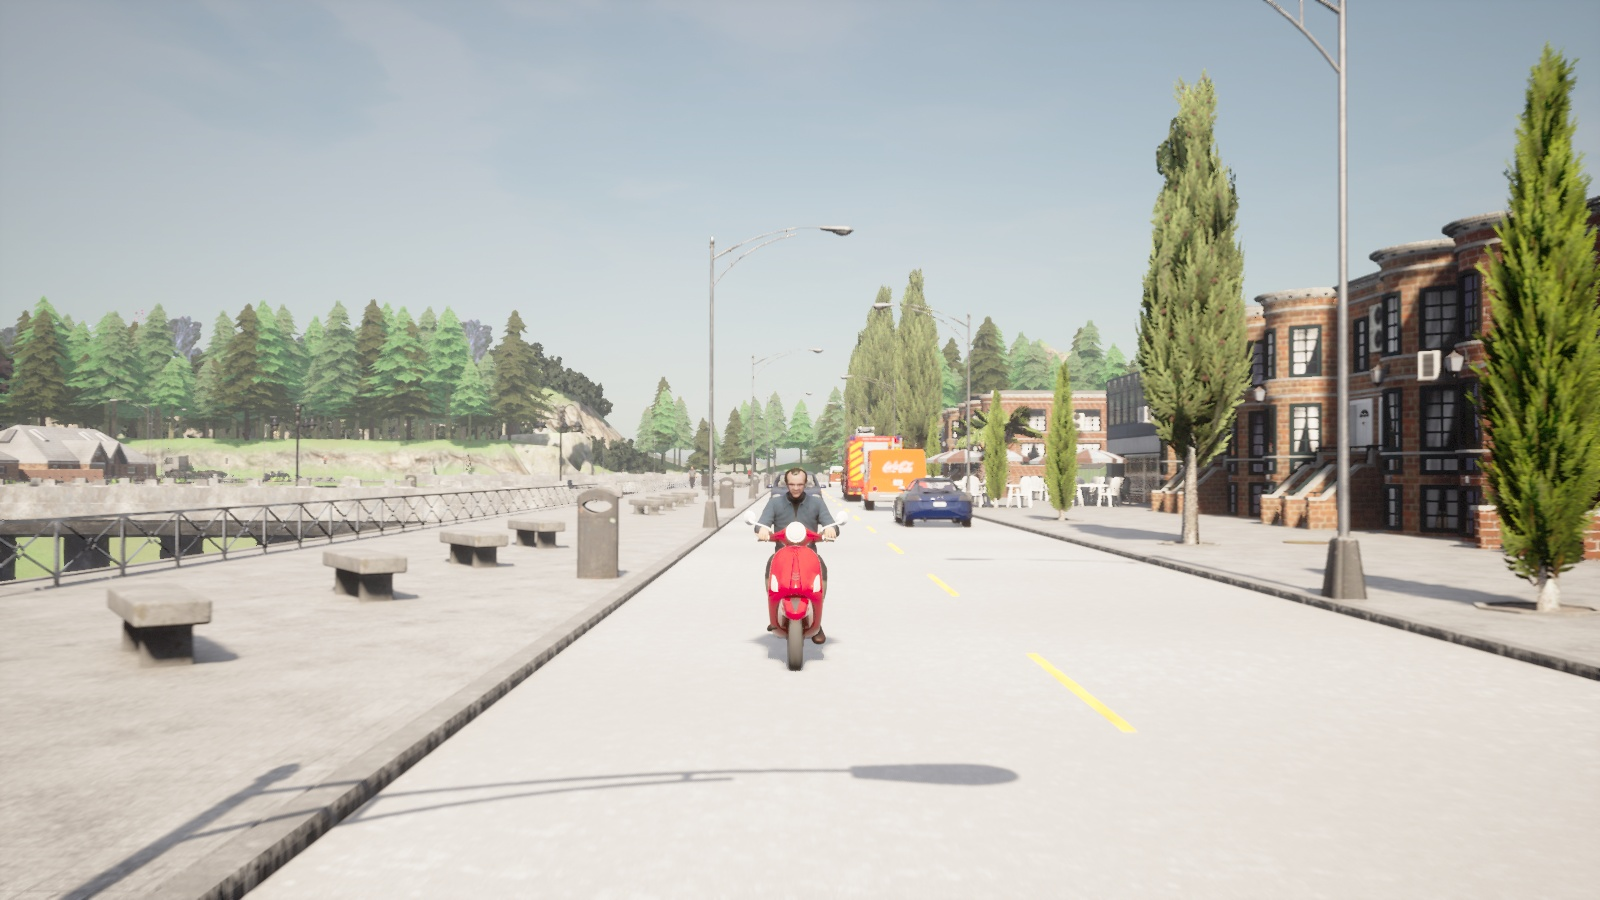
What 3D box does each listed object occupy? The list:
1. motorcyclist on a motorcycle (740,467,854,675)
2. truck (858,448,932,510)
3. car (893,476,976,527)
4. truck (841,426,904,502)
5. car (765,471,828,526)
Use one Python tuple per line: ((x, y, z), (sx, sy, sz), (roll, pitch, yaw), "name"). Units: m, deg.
((-0.028, 0.945, 10.539), (0.866, 1.590, 1.817), (0, -1, 0), "motorcyclist on a motorcycle")
((3.862, 1.184, 52.085), (2.627, 2.467, 5.204), (0, -1, 0), "truck")
((3.903, 1.486, 37.202), (1.994, 1.385, 4.181), (0, -1, 0), "car")
((3.818, 0.773, 67.983), (2.891, 3.827, 8.468), (0, -1, 0), "truck")
((-0.098, 1.427, 37.835), (1.789, 1.549, 3.705), (0, -1, 0), "car")
